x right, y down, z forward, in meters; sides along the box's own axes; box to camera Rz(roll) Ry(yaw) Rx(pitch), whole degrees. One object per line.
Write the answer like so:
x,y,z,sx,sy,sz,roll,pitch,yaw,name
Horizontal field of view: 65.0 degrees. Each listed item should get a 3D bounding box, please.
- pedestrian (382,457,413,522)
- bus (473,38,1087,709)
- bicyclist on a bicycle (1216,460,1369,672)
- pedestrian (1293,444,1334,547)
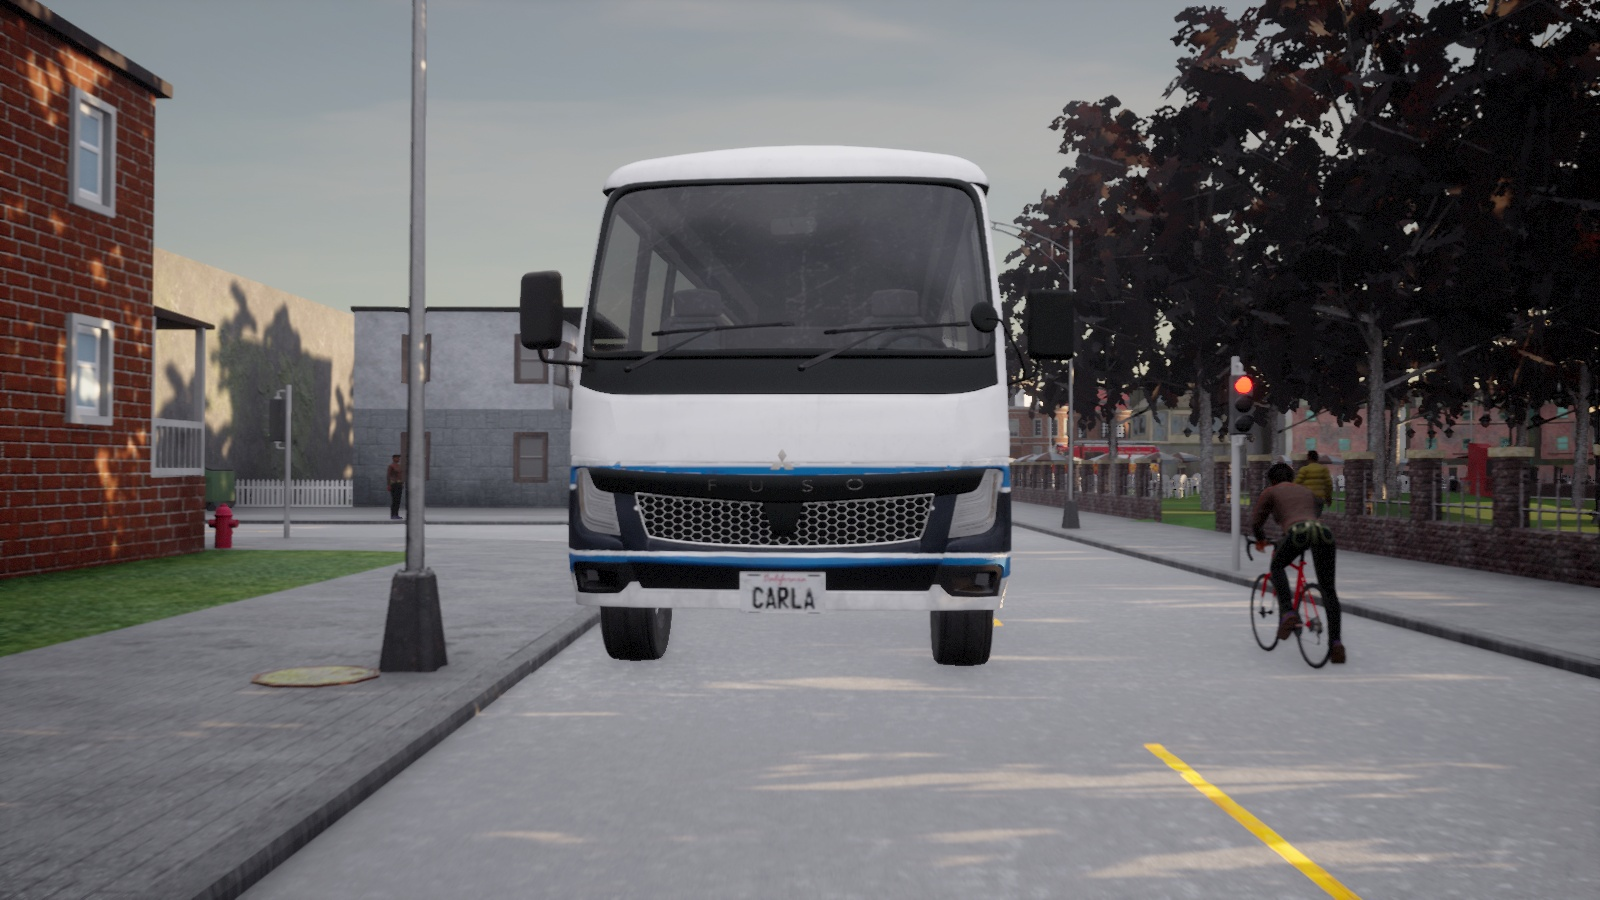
-11.197,1.088,34.906,0.869,1.805,0.328,-1,-1,30,pedestrian
0.206,-0.368,13.206,3.944,4.253,10.273,0,-1,4,bus
4.057,0.905,10.477,0.582,1.620,1.656,0,-1,-1,bicyclist on a bicycle
9.318,0.825,22.814,0.431,1.840,0.709,0,-1,0,pedestrian
